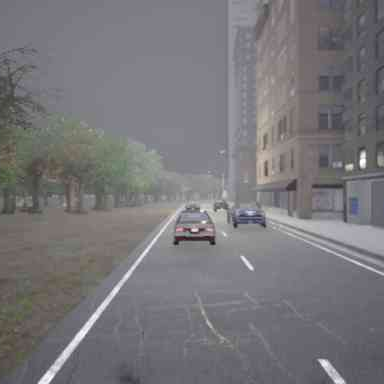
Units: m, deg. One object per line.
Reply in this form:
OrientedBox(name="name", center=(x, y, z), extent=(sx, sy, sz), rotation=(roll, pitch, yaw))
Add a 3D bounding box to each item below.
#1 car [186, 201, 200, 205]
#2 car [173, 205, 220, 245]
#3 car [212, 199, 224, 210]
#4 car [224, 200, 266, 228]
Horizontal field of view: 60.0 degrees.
OrientedBox(name="car", center=(0.121, 1.803, 42.264), extent=(1.895, 1.301, 4.718), rotation=(0, -1, 0))
OrientedBox(name="car", center=(0.108, 1.564, 15.718), extent=(2.033, 1.411, 5.357), rotation=(0, 0, 0))
OrientedBox(name="car", center=(3.620, 1.707, 42.258), extent=(1.837, 1.490, 4.892), rotation=(0, -1, 0))
OrientedBox(name="car", center=(3.611, 1.386, 22.746), extent=(2.097, 1.767, 4.553), rotation=(0, 0, 0))
